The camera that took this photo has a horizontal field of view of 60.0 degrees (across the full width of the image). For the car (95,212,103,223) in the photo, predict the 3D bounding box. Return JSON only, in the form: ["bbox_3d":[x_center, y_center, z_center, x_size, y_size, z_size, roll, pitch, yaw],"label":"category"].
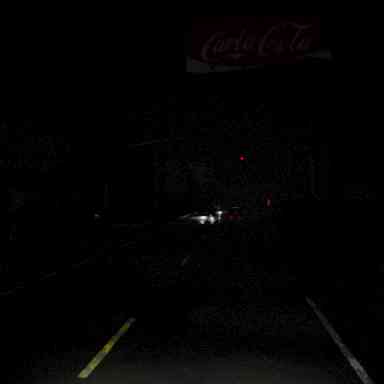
[{"bbox_3d":[-11.267,2.456,33.342,4.674,1.442,1.812,0,-1,7],"label":"car"}]

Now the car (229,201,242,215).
[{"bbox_3d":[6.395,2.484,48.748,2.128,1.511,4.902,0,-2,8],"label":"car"}]

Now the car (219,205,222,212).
[{"bbox_3d":[4.195,2.746,58.974,1.812,1.442,4.674,0,-1,8],"label":"car"}]

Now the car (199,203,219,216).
[{"bbox_3d":[2.114,2.469,43.789,1.994,1.385,4.181,0,-1,8],"label":"car"}]
